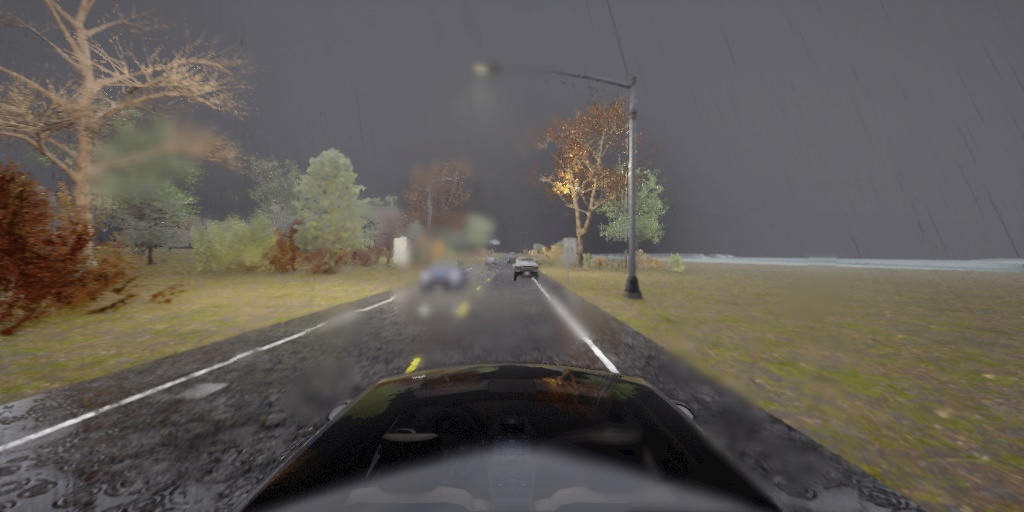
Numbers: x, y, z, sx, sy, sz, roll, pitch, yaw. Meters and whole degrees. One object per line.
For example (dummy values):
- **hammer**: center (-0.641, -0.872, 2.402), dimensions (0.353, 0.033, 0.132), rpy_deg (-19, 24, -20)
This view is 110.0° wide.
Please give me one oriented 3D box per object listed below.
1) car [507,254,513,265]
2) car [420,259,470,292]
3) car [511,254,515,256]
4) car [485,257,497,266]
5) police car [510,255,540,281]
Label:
- **car**: center (0.073, 0.791, 64.457), dimensions (1.837, 1.490, 4.892), rpy_deg (0, 0, 0)
- **car**: center (-3.589, 0.973, 19.876), dimensions (2.097, 1.767, 4.553), rpy_deg (0, 1, 0)
- **car**: center (1.070, 0.904, 43.848), dimensions (1.801, 1.575, 5.366), rpy_deg (0, 0, 0)
- **car**: center (-3.464, 0.849, 59.950), dimensions (1.812, 1.442, 4.674), rpy_deg (0, 0, 1)
- **police car**: center (1.047, 0.991, 27.774), dimensions (1.930, 1.638, 5.238), rpy_deg (0, 0, 0)
